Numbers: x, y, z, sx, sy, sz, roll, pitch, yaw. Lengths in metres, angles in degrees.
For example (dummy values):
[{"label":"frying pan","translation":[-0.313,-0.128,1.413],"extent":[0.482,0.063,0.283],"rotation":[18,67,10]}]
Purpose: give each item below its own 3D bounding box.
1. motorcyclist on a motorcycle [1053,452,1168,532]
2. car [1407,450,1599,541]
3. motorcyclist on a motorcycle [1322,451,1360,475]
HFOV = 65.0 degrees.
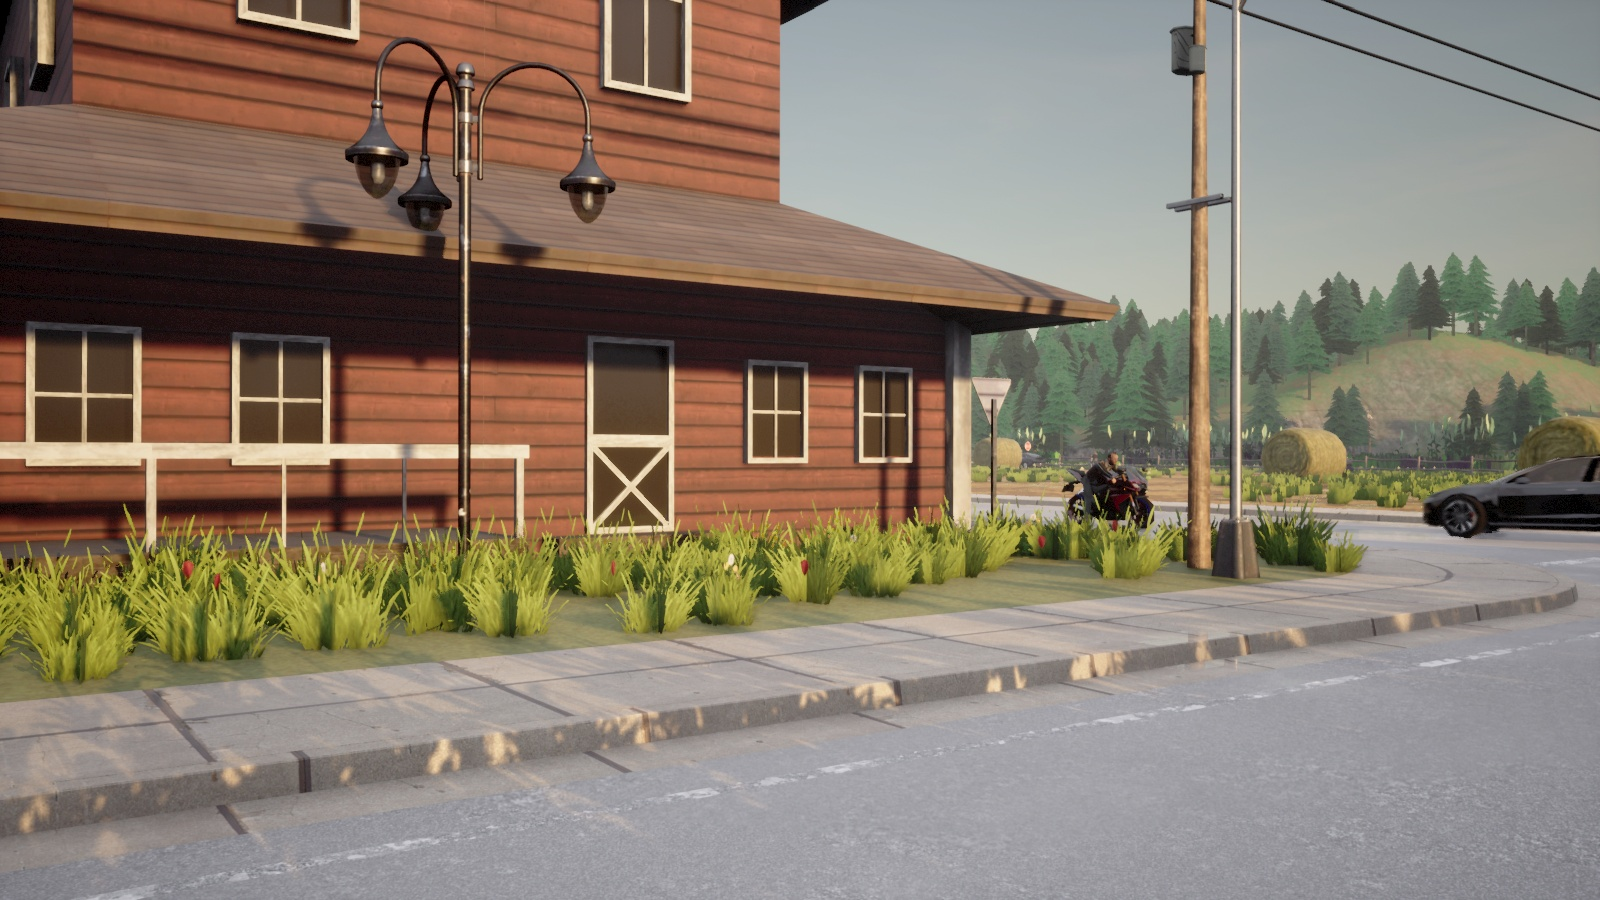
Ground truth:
[{"label":"motorcyclist on a motorcycle","translation":[6.203,0.800,25.174],"extent":[0.866,1.530,2.191],"rotation":[0,0,-36]},{"label":"car","translation":[13.277,0.740,21.512],"extent":[4.792,1.488,2.163],"rotation":[0,0,40]},{"label":"motorcyclist on a motorcycle","translation":[36.061,0.867,83.742],"extent":[0.866,1.530,2.191],"rotation":[0,0,-32]}]
